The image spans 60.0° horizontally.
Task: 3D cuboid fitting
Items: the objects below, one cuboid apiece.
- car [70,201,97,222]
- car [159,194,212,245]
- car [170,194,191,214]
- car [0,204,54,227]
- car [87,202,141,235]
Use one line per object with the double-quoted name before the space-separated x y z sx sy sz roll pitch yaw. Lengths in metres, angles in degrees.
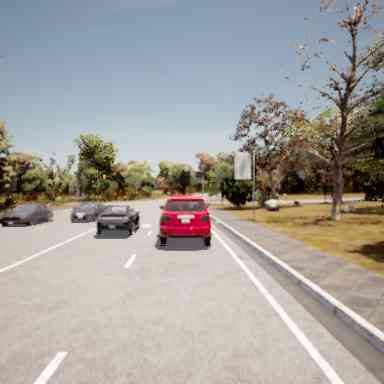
"car" -8.031 1.488 26.018 2.128 1.511 4.902 0 0 -3
"car" -0.350 1.208 15.577 2.150 2.045 5.566 0 0 -2
"car" -1.325 1.228 36.328 2.150 2.045 5.566 0 0 -3
"car" -11.410 1.546 23.344 2.033 1.411 5.357 0 0 -3
"car" -3.994 1.481 18.603 2.128 1.511 4.902 0 0 -3
